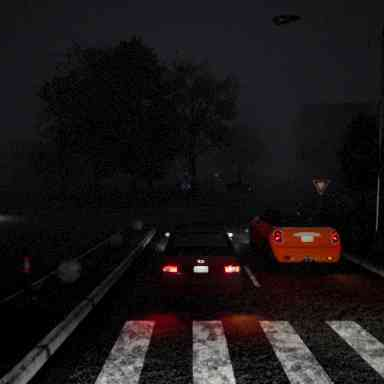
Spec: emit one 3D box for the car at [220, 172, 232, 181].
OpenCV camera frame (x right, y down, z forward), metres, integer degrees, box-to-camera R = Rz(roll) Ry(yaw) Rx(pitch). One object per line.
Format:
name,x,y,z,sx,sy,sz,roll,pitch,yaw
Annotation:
car,7.098,-3.036,72.144,1.895,1.301,4.718,0,5,6

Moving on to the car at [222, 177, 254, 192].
car,6.380,-0.801,44.928,1.837,1.490,4.892,-2,5,-25

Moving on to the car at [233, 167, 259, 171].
car,14.341,-4.949,88.342,5.566,2.045,2.435,1,6,10

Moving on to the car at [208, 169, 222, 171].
car,5.950,-4.420,85.659,1.882,1.535,5.008,1,6,10

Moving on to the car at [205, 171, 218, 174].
car,4.406,-3.422,75.765,2.033,1.411,5.357,1,5,9

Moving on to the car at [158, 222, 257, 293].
car,0.197,1.512,8.979,2.033,1.411,5.357,0,1,1

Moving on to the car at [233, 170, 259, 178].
car,12.940,-3.926,80.266,4.892,1.521,2.231,1,5,10

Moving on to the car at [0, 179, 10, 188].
car,-31.043,-1.385,52.988,5.008,1.535,1.882,2,5,34

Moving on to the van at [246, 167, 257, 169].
van,13.747,-4.668,85.673,4.442,1.987,1.878,1,5,10

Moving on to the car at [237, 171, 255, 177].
car,14.750,-4.930,91.054,4.792,1.488,2.163,1,6,11

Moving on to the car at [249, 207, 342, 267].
car,3.261,1.272,11.376,2.097,1.767,4.553,0,1,1

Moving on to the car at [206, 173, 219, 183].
car,3.894,-2.453,65.535,1.994,1.385,4.181,0,5,2
